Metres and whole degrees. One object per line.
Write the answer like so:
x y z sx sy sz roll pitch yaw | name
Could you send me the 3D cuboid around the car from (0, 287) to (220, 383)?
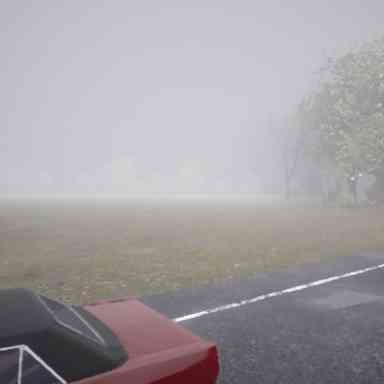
-2.150 1.601 2.459 4.718 1.301 1.895 0 0 -35 | car
